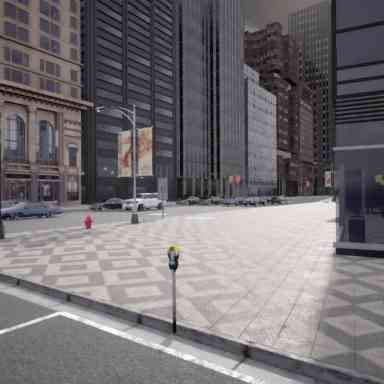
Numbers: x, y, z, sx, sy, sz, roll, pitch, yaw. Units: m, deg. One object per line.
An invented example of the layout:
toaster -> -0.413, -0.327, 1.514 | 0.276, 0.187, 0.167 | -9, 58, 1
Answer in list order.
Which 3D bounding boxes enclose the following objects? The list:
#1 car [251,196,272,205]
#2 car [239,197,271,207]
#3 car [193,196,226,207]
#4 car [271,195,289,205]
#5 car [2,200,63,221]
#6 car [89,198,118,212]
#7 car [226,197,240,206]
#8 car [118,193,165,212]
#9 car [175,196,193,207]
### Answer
car -> 12.275, 1.465, 58.311 | 1.895, 1.301, 4.718 | -1, 0, 35
car -> 9.188, 1.453, 48.209 | 1.895, 1.301, 4.718 | -1, 0, 36
car -> 2.726, 1.412, 50.518 | 1.837, 1.490, 4.892 | -1, -1, 36
car -> 14.913, 1.344, 56.412 | 1.837, 1.490, 4.892 | -1, 0, 35
car -> -13.500, 1.517, 27.616 | 2.033, 1.411, 5.357 | -1, 0, 35
car -> -9.670, 1.473, 38.671 | 1.837, 1.490, 4.892 | -1, 0, 35
car -> 6.774, 1.424, 50.420 | 2.033, 1.411, 5.357 | -1, 0, 36
car -> -5.530, 1.157, 38.905 | 2.150, 2.045, 5.566 | -1, 0, 35
car -> -0.594, 1.440, 51.464 | 1.837, 1.490, 4.892 | -1, -1, 36
